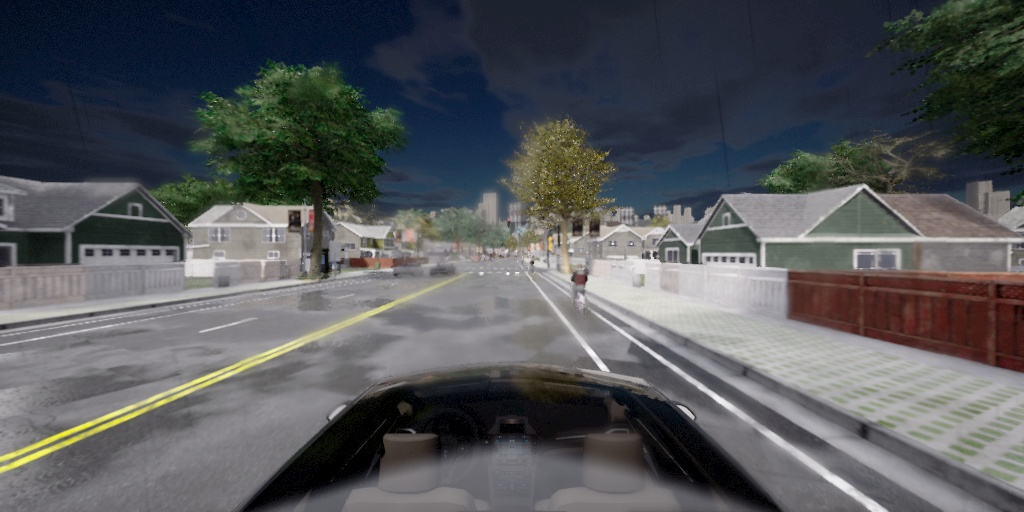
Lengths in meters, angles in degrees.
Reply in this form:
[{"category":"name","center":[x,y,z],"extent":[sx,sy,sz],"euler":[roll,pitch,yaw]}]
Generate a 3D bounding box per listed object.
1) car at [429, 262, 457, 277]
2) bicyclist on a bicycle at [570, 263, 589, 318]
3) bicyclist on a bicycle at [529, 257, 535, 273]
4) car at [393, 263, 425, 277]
[{"category":"car","center":[-6.541,1.285,34.271],"extent":[1.895,1.301,4.718],"euler":[0,0,1]},{"category":"bicyclist on a bicycle","center":[2.242,1.100,12.038],"extent":[0.659,1.776,1.843],"euler":[0,0,0]},{"category":"bicyclist on a bicycle","center":[2.249,1.041,40.041],"extent":[0.659,1.776,1.843],"euler":[0,0,0]},{"category":"car","center":[-9.791,1.285,34.271],"extent":[1.895,1.301,4.718],"euler":[0,0,1]}]
